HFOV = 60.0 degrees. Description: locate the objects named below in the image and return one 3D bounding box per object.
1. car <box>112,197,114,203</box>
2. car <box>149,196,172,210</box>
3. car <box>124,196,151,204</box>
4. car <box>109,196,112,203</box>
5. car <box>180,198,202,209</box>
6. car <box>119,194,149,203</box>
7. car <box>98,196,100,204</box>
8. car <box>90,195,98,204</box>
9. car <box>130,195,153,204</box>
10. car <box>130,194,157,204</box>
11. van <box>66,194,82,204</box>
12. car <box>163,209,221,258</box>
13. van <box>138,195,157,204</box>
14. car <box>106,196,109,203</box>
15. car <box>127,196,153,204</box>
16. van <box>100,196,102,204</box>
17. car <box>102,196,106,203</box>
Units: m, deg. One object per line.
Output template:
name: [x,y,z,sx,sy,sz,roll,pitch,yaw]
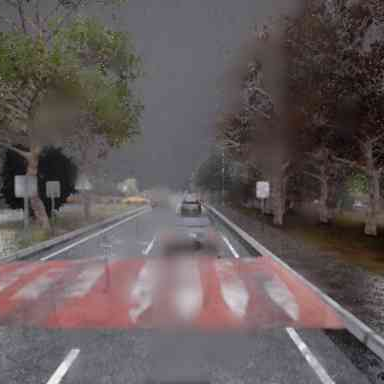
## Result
car: [-23.952,2.272,88.275,4.892,1.521,2.231,0,-2,0]
car: [-3.588,1.312,39.355,1.882,1.535,5.008,0,0,0]
car: [-10.753,1.602,65.979,4.892,1.521,2.231,0,-1,0]
car: [-23.937,2.186,85.506,5.008,1.535,2.097,0,-2,0]
car: [-0.104,1.342,32.108,2.128,1.511,4.902,0,0,0]
car: [-10.546,1.537,63.212,5.366,1.575,1.946,0,-1,0]
car: [-23.871,1.847,74.429,4.892,1.521,2.231,0,-2,0]
car: [-23.676,1.759,71.665,5.366,1.575,1.946,0,-2,0]
car: [-10.812,1.623,71.530,4.553,1.767,2.185,0,-2,0]
car: [-10.768,1.580,74.304,5.566,2.045,2.435,0,-2,0]
van: [-23.946,1.386,66.011,4.442,1.987,1.878,0,-1,0]
car: [-0.001,1.455,12.192,2.033,1.411,5.357,0,-3,0]
van: [-10.962,1.861,82.627,4.442,1.987,1.878,0,-2,0]
car: [-23.920,2.097,82.611,5.008,1.535,2.097,0,-2,0]
car: [-10.770,1.671,68.750,5.008,1.535,2.097,0,-2,0]
van: [-24.010,1.705,77.205,4.442,1.987,1.878,0,-2,0]
car: [-23.878,1.890,79.971,4.553,1.767,2.185,0,-2,0]
